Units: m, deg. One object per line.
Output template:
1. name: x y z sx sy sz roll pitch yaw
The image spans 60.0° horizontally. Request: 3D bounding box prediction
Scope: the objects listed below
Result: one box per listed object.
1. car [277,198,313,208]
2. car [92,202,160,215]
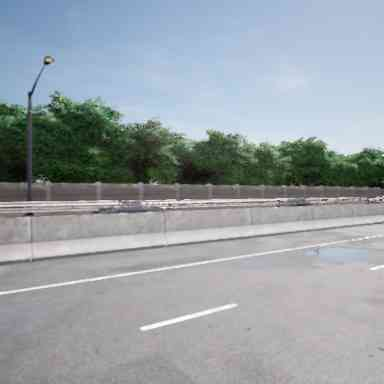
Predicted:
1. car: 11.702 1.483 37.828 4.892 1.490 1.837 0 0 -35
2. car: -5.030 1.519 26.109 5.357 1.411 2.033 0 0 -35
